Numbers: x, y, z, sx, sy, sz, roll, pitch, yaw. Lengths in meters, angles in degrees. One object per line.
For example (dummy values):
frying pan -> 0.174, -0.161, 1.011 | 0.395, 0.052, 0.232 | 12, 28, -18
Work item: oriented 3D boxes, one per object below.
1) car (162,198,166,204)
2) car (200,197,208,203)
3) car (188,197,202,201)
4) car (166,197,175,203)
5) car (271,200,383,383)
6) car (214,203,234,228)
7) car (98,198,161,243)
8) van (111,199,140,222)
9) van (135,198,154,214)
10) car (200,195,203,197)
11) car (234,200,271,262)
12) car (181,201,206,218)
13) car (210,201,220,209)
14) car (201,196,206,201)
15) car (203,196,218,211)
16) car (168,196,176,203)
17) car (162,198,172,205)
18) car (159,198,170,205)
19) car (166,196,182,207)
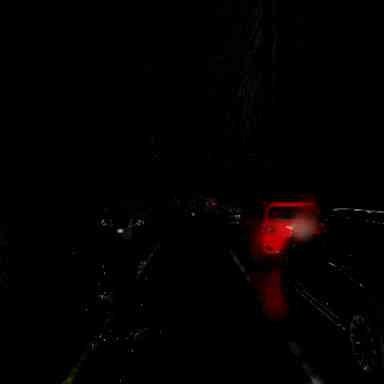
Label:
car -> -5.597, 1.902, 51.225 | 1.947, 1.339, 4.313 | 0, 0, 0
car -> 2.977, 2.110, 85.108 | 1.887, 1.381, 4.507 | 0, 0, 0
car -> 0.130, 1.803, 45.486 | 1.837, 1.490, 4.892 | 0, 0, 0
car -> -5.548, 2.115, 85.117 | 2.008, 1.369, 4.403 | 0, 0, 0
car -> 3.115, 1.266, 5.572 | 2.150, 2.045, 5.566 | 0, 0, 0
car -> 2.887, 1.703, 22.976 | 2.008, 1.369, 4.403 | 0, 0, 0
car -> -3.074, 1.335, 17.052 | 2.150, 2.045, 5.566 | 0, 0, 0
van -> -5.632, 1.529, 28.632 | 1.690, 1.788, 3.998 | 0, 0, 0
van -> -5.615, 1.603, 39.929 | 1.690, 1.788, 3.998 | 0, 0, 0
car -> 2.944, 1.852, 62.515 | 1.967, 1.590, 4.097 | 0, 0, 0
car -> 3.125, 1.305, 12.572 | 2.150, 2.045, 5.566 | 0, 0, 0
car -> 0.129, 1.819, 33.193 | 1.895, 1.301, 4.718 | 0, 0, 0
car -> 2.895, 1.739, 28.625 | 2.008, 1.369, 4.403 | 0, 0, 0
car -> 2.935, 1.815, 56.867 | 1.967, 1.590, 4.097 | 0, 0, 0
car -> 2.919, 1.739, 45.570 | 1.967, 1.590, 4.097 | 0, 0, 0
car -> -5.540, 2.043, 90.767 | 1.967, 1.590, 4.097 | 0, 0, 0
car -> -5.564, 2.033, 73.820 | 1.887, 1.381, 4.507 | 0, 0, 0
car -> -5.572, 2.016, 68.171 | 1.947, 1.339, 4.313 | 0, 0, 0
car -> -2.913, 1.664, 59.275 | 2.097, 1.767, 4.553 | 0, 0, 0
